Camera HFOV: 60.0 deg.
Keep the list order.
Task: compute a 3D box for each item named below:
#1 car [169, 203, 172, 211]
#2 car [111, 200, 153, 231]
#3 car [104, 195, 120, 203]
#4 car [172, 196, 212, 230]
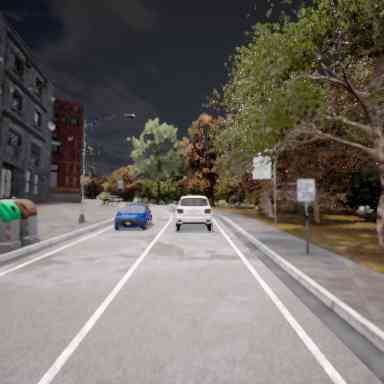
[{"bbox_3d":[-1.526,1.698,39.638,1.895,1.301,4.718,1,0,-12],"label":"car"},{"bbox_3d":[-3.644,1.516,21.322,1.882,1.535,5.008,0,0,-1],"label":"car"},{"bbox_3d":[-14.616,1.255,60.747,2.128,1.511,4.902,4,-1,-34],"label":"car"},{"bbox_3d":[0.112,1.261,21.510,2.150,2.045,5.566,0,0,0],"label":"car"}]
